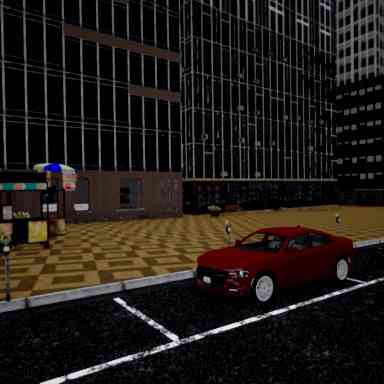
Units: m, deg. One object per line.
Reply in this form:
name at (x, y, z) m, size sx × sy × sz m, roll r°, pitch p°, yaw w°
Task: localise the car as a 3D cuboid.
car at (2.134, 1.543, 8.080) m, size 4.507 × 1.381 × 1.887 m, roll 0°, pitch -1°, yaw -35°
